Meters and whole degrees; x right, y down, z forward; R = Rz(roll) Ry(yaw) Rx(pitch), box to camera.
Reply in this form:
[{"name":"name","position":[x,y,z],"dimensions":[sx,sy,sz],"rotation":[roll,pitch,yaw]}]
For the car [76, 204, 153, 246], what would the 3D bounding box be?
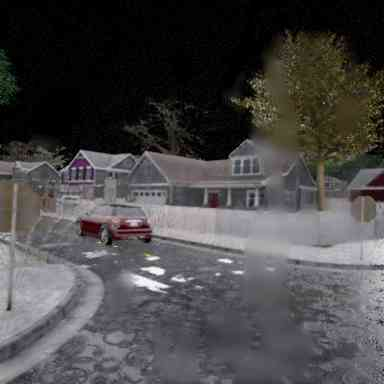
[{"name":"car","position":[-3.670,1.318,15.306],"dimensions":[2.097,1.767,4.553],"rotation":[3,-1,-38]}]
